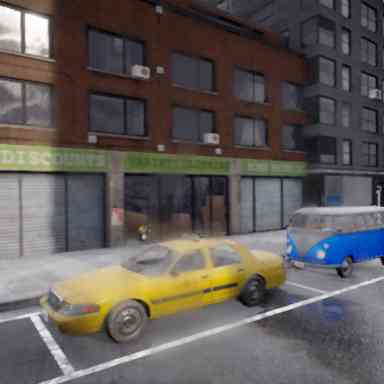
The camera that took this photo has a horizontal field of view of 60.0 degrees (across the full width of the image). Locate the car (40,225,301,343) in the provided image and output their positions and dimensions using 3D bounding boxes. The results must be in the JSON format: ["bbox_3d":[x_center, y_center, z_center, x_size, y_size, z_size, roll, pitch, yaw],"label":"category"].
[{"bbox_3d":[-0.230,1.517,6.379,4.829,1.417,1.752,0,-1,-35],"label":"car"}]

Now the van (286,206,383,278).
[{"bbox_3d":[4.456,1.319,9.721,3.998,1.788,1.690,0,-1,-35],"label":"van"}]
